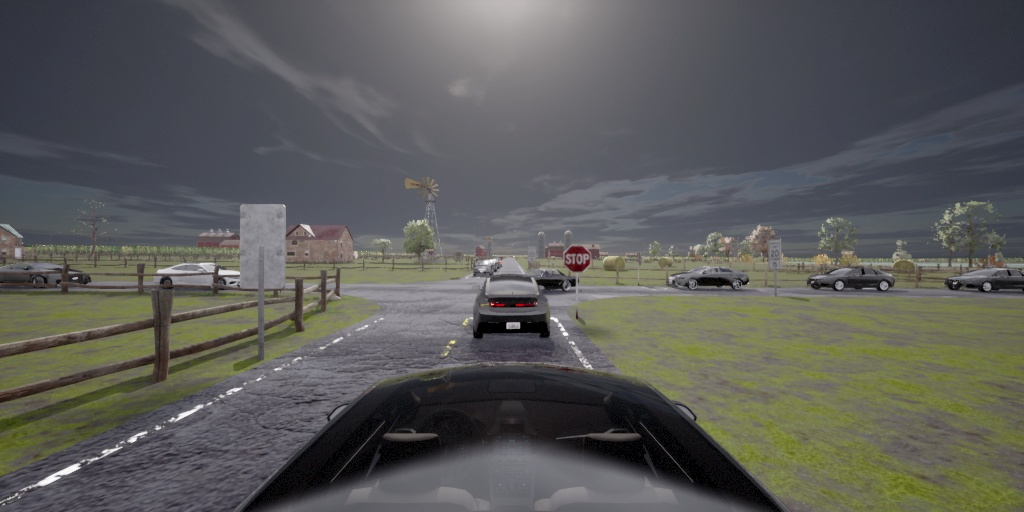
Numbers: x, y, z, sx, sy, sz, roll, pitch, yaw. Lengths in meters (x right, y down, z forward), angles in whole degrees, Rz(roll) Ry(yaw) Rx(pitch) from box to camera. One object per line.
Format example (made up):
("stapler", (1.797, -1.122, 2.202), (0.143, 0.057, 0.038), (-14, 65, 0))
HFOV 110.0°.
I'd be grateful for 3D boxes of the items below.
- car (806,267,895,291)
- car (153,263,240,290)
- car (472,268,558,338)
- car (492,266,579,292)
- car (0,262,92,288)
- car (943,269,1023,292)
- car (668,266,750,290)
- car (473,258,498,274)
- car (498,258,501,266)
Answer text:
("car", (22.190, 1.499, 23.609), (4.892, 1.490, 1.837), (1, -1, -1))
("car", (-17.252, 1.104, 20.103), (4.674, 1.442, 1.812), (1, -1, -1))
("car", (-0.078, 1.256, 10.154), (1.837, 1.490, 4.892), (0, 0, -3))
("car", (1.491, 1.369, 20.201), (4.718, 1.301, 1.895), (1, 0, -35))
("car", (-26.372, 1.048, 19.977), (4.181, 1.385, 1.994), (1, -1, -1))
("car", (31.692, 1.587, 23.734), (4.892, 1.490, 1.837), (1, -1, -1))
("car", (12.788, 1.397, 23.434), (4.902, 1.511, 2.128), (1, -1, -2))
("car", (-2.875, 1.243, 36.839), (2.128, 1.511, 4.902), (0, 0, 0))
("car", (-2.872, 1.241, 46.285), (2.128, 1.511, 4.902), (0, 0, 0))
